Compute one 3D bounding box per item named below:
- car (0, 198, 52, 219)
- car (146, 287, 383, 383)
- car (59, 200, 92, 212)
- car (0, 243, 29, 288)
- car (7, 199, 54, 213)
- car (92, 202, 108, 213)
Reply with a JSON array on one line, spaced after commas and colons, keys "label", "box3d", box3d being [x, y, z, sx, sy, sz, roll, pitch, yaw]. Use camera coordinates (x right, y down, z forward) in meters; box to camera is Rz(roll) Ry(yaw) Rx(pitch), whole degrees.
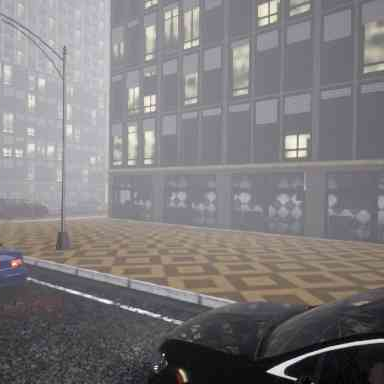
[{"label": "car", "box3d": [-16.049, 1.519, 30.957, 2.192, 1.841, 5.009, 1, 0, 37]}, {"label": "car", "box3d": [1.825, 1.505, 2.381, 4.892, 1.490, 1.837, 0, 0, 35]}, {"label": "car", "box3d": [-14.317, 1.752, 43.007, 2.033, 1.411, 5.357, 1, 0, 37]}, {"label": "car", "box3d": [-6.096, 1.543, 8.051, 5.357, 1.411, 2.033, 0, 0, 36]}, {"label": "car", "box3d": [-19.529, 1.642, 40.339, 1.752, 1.417, 4.829, 1, 0, 37]}, {"label": "car", "box3d": [-9.234, 1.829, 40.156, 1.752, 1.417, 4.829, 1, 0, 37]}]
